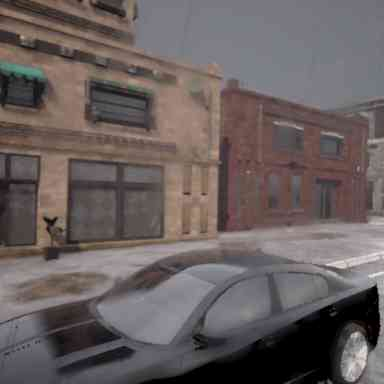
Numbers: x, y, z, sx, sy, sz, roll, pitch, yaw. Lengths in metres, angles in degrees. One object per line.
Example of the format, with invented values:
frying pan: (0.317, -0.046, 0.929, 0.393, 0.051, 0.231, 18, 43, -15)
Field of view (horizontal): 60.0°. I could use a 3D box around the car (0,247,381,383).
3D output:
car: (0.175, 1.475, 3.792, 5.008, 1.535, 1.882, 0, 0, -35)
